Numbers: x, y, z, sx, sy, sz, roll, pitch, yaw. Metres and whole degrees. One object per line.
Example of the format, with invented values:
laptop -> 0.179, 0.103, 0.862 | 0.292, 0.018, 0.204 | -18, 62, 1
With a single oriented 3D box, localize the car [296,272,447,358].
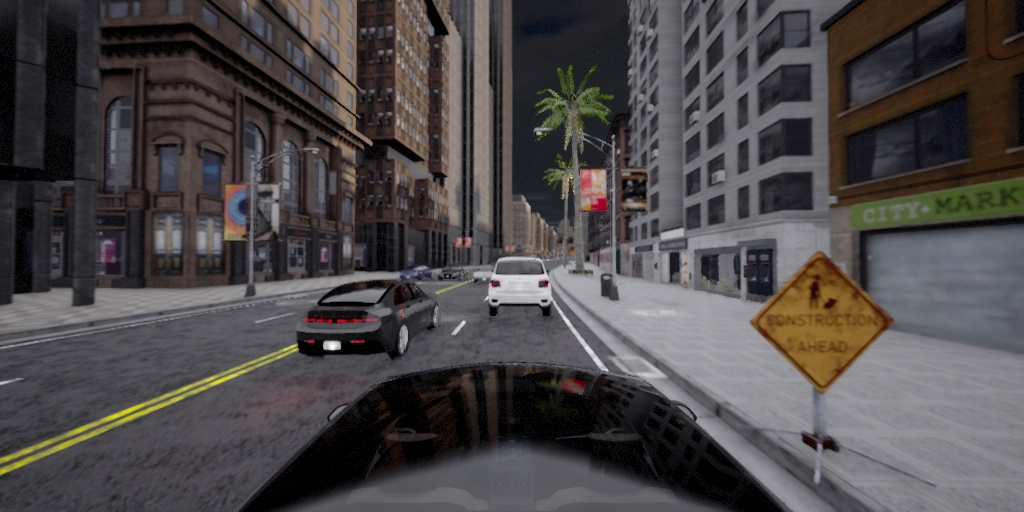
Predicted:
car -> -3.061, 1.313, 8.631 | 1.837, 1.490, 4.892 | 0, 0, 1

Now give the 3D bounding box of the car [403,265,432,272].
car -> -8.584, 1.506, 32.540 | 1.812, 1.442, 4.674 | 0, 0, 5

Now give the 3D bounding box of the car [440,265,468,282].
car -> -5.324, 1.545, 32.487 | 1.994, 1.385, 4.181 | 0, 0, 5

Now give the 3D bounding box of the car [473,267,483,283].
car -> -2.025, 1.570, 30.625 | 1.895, 1.301, 4.718 | 0, 0, 4

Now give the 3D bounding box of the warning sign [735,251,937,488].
warning sign -> 2.847, 0.883, 3.315 | 1.300, 1.860, 1.060 | 0, 0, 0

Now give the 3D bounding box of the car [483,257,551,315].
car -> 0.335, 1.077, 14.209 | 2.150, 2.045, 5.566 | 0, 0, 2
